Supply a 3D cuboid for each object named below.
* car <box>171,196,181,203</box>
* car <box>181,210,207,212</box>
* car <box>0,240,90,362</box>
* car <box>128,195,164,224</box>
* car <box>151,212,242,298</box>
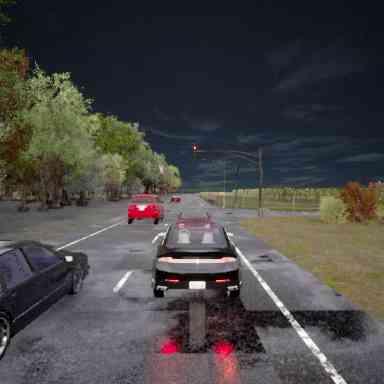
[{"bbox_3d":[-3.388,1.480,70.204,1.882,1.535,5.008,0,0,0],"label":"car"},{"bbox_3d":[0.104,1.605,17.734,1.895,1.301,4.718,0,0,0],"label":"car"},{"bbox_3d":[-3.398,1.548,5.638,2.033,1.411,5.357,0,0,0],"label":"car"},{"bbox_3d":[-3.394,1.228,25.094,2.150,2.045,5.566,0,0,0],"label":"car"},{"bbox_3d":[0.101,1.494,8.518,2.128,1.511,4.902,0,0,0],"label":"car"}]
